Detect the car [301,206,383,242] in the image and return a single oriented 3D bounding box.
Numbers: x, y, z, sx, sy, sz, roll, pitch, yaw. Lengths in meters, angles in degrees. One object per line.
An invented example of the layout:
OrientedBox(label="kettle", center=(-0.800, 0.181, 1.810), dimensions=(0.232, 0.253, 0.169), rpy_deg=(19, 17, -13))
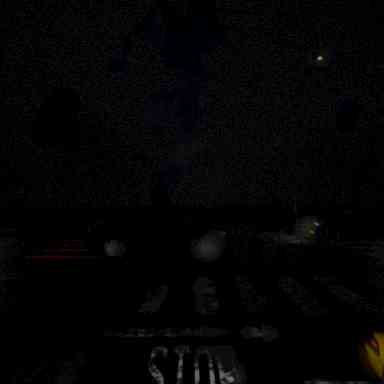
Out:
OrientedBox(label="car", center=(6.951, 1.332, 14.427), dimensions=(4.181, 1.385, 1.994), rpy_deg=(-1, 1, 0))

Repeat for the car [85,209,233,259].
OrientedBox(label="car", center=(-1.111, 1.356, 11.531), dimensions=(5.008, 1.535, 1.882), rpy_deg=(0, 1, 0))

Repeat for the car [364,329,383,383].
OrientedBox(label="car", center=(2.637, 1.509, 1.539), dimensions=(1.752, 1.417, 4.829), rpy_deg=(0, 1, 0))
